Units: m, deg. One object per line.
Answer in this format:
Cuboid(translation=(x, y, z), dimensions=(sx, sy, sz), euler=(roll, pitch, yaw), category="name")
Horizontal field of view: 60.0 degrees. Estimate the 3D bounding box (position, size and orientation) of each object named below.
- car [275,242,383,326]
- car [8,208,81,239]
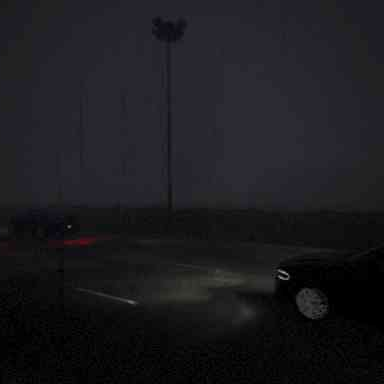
Cuboid(translation=(3.896, 1.478, 5.514), dimensions=(5.008, 1.535, 1.882), euler=(-1, 0, 36), category="car")
Cuboid(translation=(-8.305, 1.645, 18.517), dimensions=(5.008, 1.535, 1.882), euler=(0, 0, 35), category="car")
